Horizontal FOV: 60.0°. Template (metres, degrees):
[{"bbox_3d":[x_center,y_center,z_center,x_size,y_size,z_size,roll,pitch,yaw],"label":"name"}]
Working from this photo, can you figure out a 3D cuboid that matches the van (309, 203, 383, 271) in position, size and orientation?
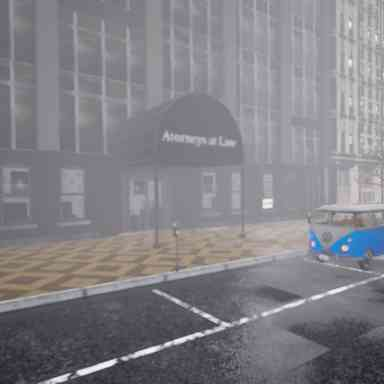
[{"bbox_3d":[5.335,1.263,10.370,3.998,1.788,1.690,-1,0,-35],"label":"van"}]
